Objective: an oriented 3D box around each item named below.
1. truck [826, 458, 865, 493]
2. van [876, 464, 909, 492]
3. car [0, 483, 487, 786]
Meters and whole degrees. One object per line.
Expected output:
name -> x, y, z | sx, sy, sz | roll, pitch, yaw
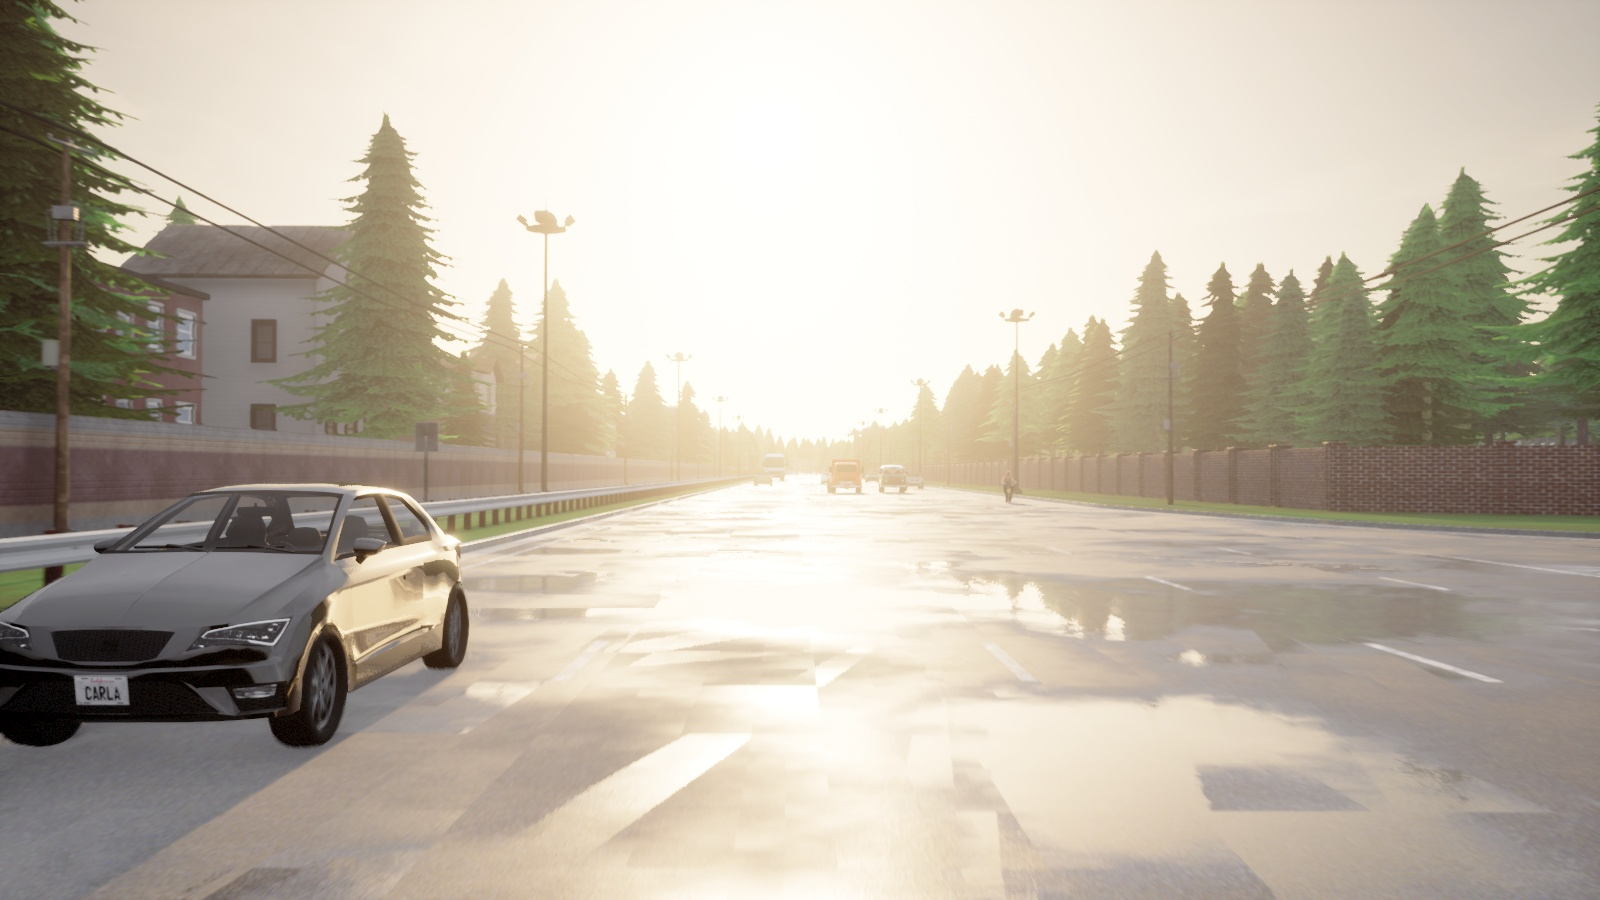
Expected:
truck -> 3.274, 1.835, 90.833 | 2.627, 2.467, 5.204 | 0, -1, 0
van -> 6.771, 2.057, 92.353 | 2.069, 2.038, 4.480 | 0, -1, 0
car -> -3.521, 0.983, 8.421 | 1.816, 1.474, 4.193 | 0, -1, 0
